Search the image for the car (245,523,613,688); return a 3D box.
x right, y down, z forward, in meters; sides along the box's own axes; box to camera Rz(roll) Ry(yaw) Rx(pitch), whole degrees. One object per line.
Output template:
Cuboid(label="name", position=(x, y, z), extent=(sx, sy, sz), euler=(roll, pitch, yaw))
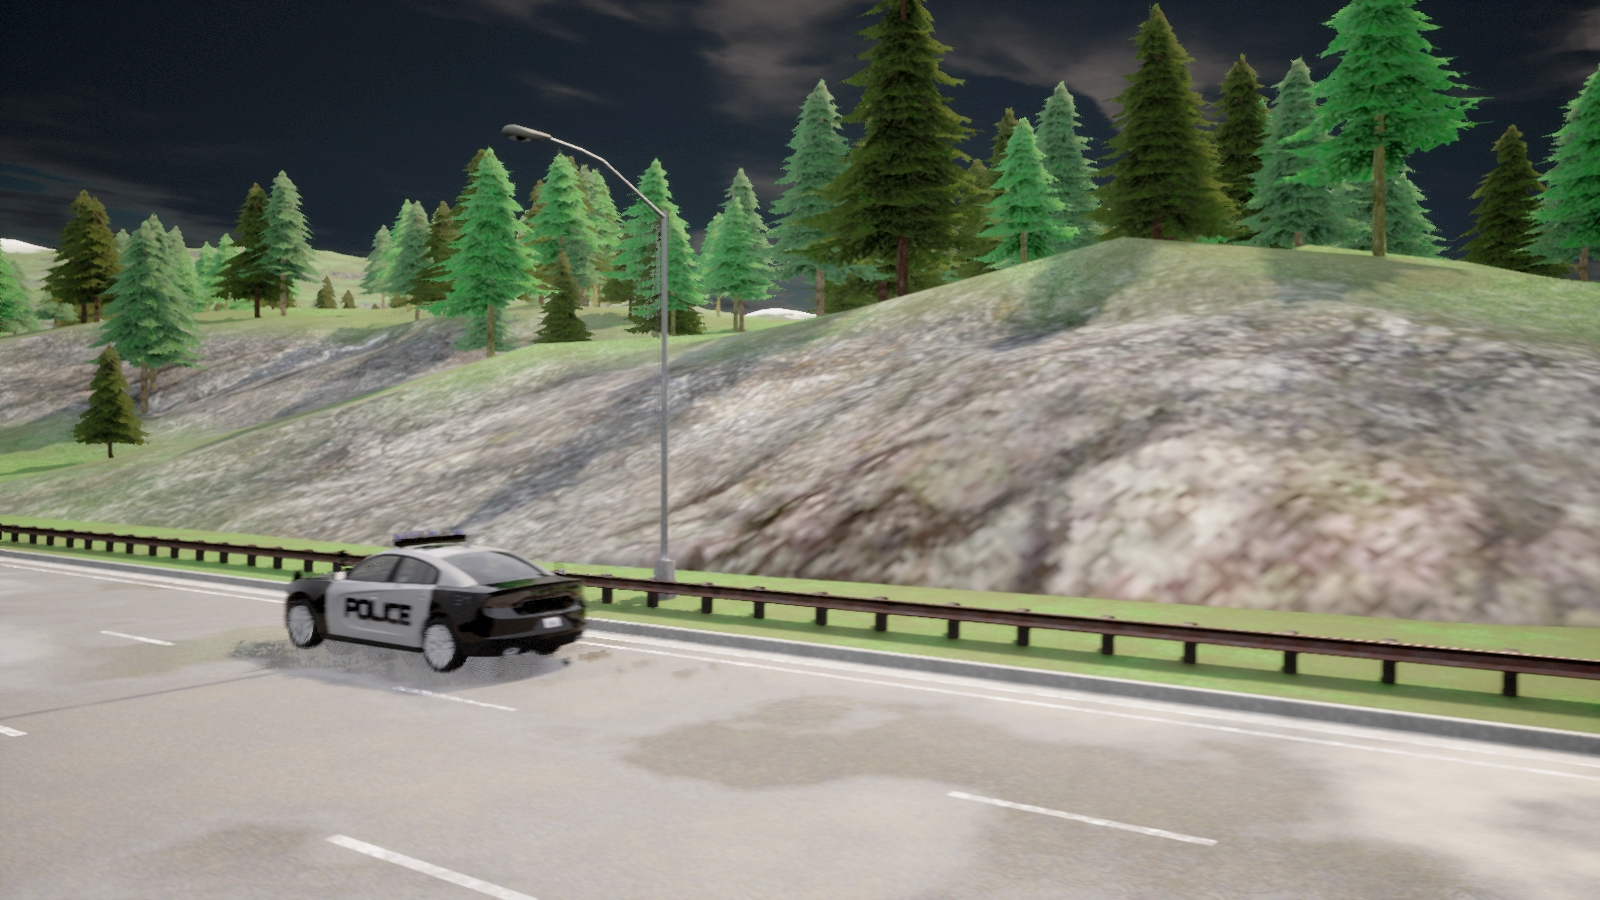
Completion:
Cuboid(label="car", position=(-5.235, 1.984, 15.810), extent=(5.238, 1.638, 2.097), euler=(0, 0, 35))
